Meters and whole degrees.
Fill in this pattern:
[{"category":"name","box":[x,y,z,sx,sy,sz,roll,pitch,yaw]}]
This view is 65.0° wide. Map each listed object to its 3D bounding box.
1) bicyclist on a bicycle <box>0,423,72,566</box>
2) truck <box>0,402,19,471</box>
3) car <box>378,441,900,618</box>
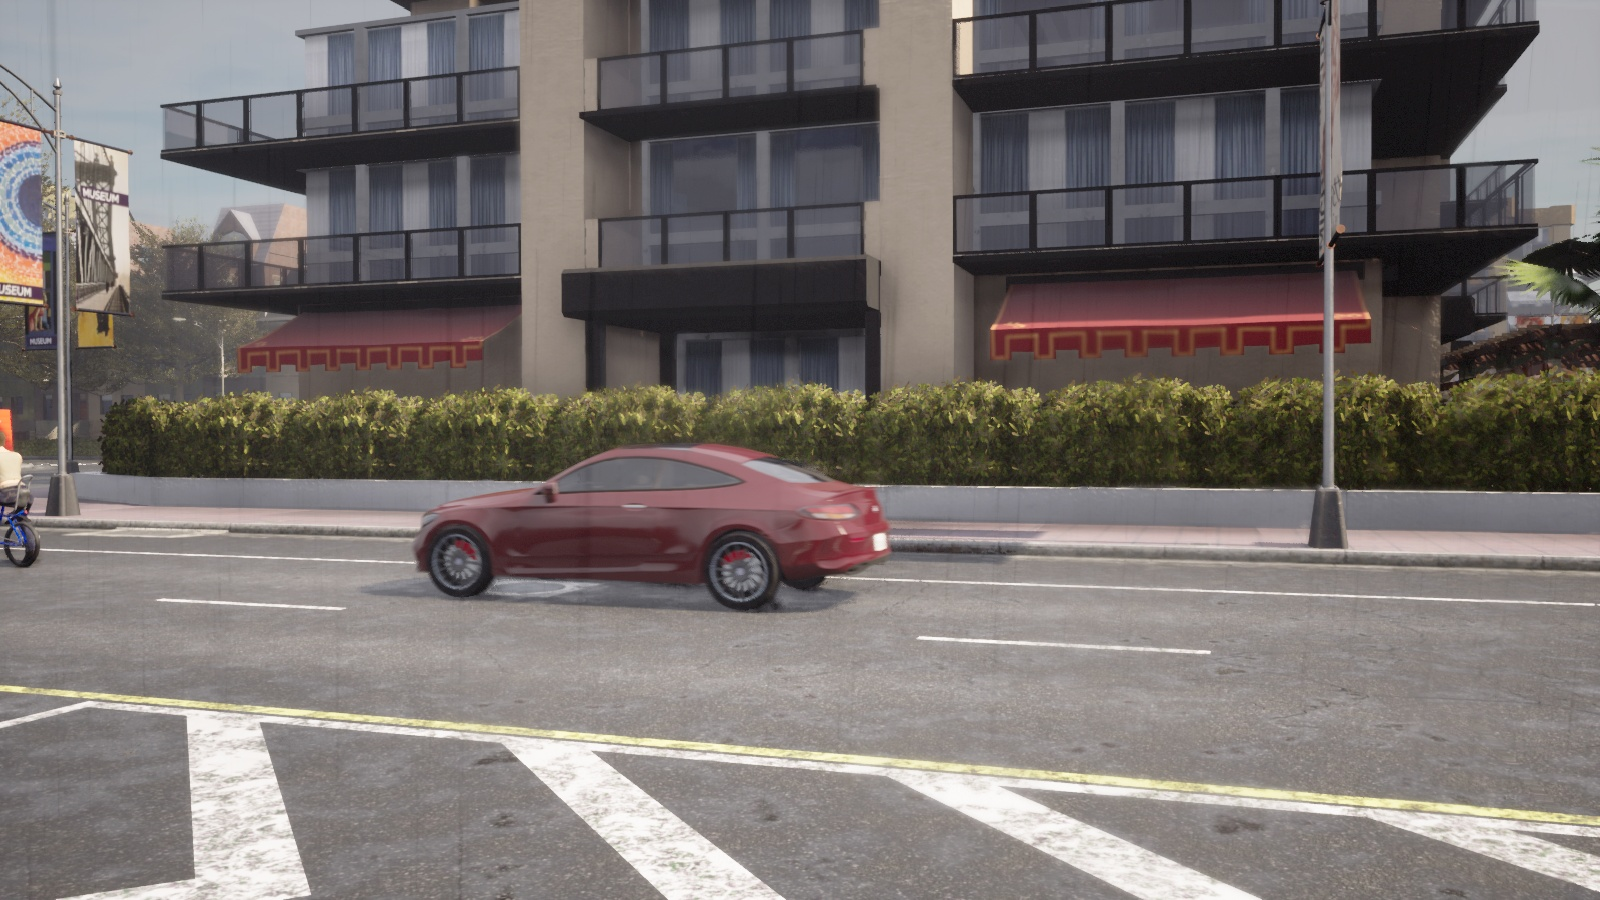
[{"category":"bicyclist on a bicycle","box":[-9.546,0.490,14.820,1.509,1.612,0.866,1,1,19]},{"category":"truck","box":[-30.672,-0.478,43.900,2.627,2.467,5.204,1,1,18]},{"category":"car","box":[-1.533,0.653,12.121,4.674,1.442,1.812,0,1,19]}]
